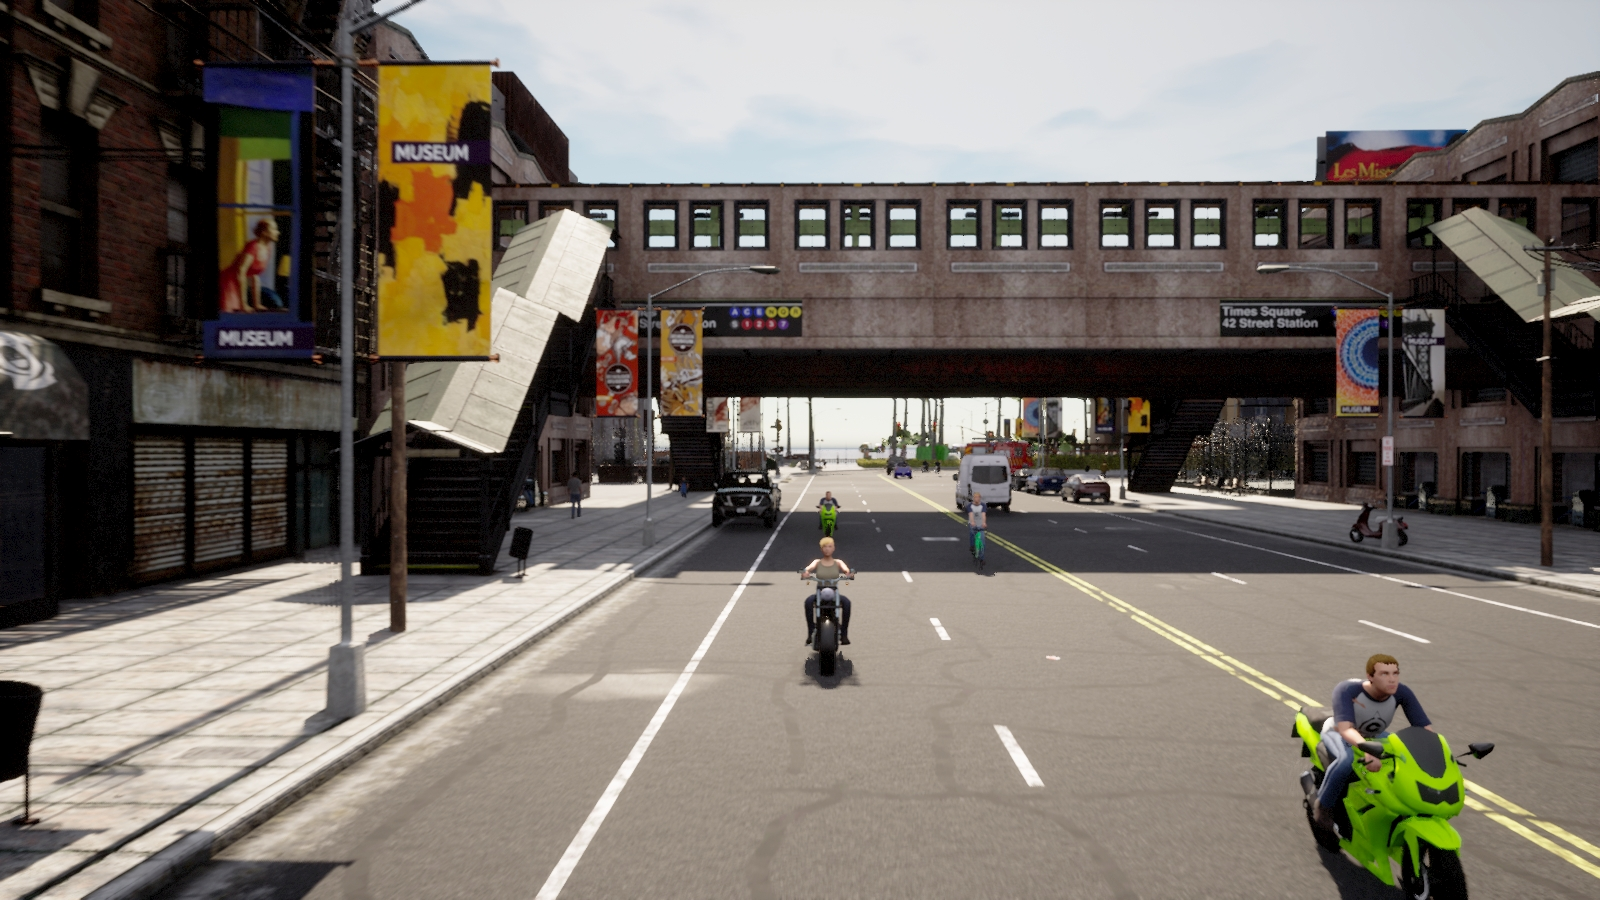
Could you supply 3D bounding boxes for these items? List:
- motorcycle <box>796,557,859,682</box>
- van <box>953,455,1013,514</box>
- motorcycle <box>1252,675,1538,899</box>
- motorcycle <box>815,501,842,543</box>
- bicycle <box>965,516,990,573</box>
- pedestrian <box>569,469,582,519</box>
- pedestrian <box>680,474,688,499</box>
[{"bbox_3d":[0.359,2.160,14.994,0.764,1.277,2.356,0,0,1],"label":"motorcycle"},{"bbox_3d":[8.413,1.514,52.964,1.988,2.561,5.915,0,0,2],"label":"van"},{"bbox_3d":[3.669,2.213,7.292,0.803,1.145,2.033,0,0,1],"label":"motorcycle"},{"bbox_3d":[0.873,2.192,35.158,0.803,1.145,2.033,0,0,1],"label":"motorcycle"},{"bbox_3d":[4.162,2.195,26.782,0.373,1.196,1.643,0,0,2],"label":"bicycle"},{"bbox_3d":[-8.502,1.657,43.226,0.375,1.860,0.375,0,0,7],"label":"pedestrian"},{"bbox_3d":[-6.154,1.929,60.609,0.375,1.300,0.375,0,0,7],"label":"pedestrian"}]
